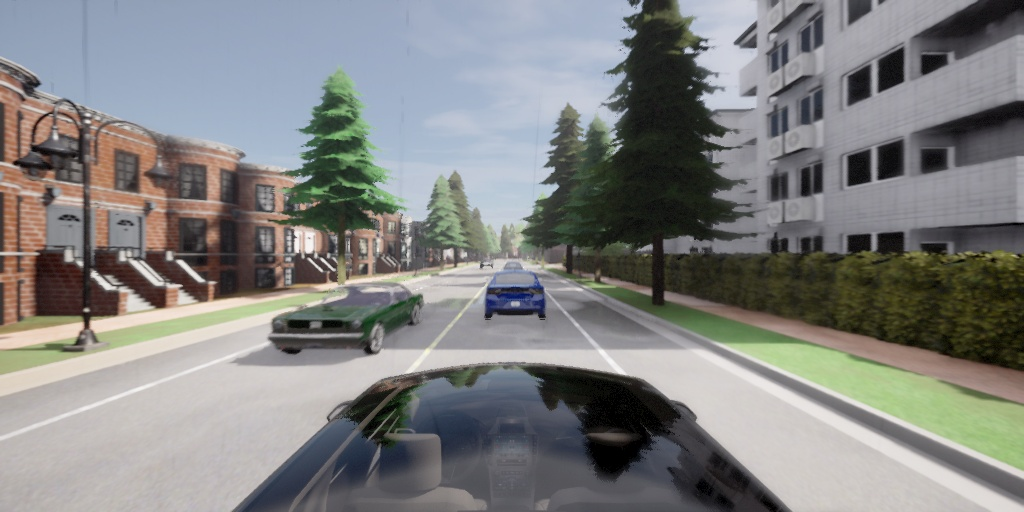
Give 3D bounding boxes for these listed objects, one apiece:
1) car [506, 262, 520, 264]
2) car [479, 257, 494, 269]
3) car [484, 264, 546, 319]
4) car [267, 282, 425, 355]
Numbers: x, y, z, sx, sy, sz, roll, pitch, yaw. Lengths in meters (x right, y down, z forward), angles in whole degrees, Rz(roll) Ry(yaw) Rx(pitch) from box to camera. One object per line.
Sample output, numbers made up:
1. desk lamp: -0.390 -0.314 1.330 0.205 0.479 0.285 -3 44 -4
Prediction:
1. car: 0.093 1.251 33.475 2.033 1.411 5.357 0 0 0
2. car: -3.511 0.922 50.416 2.128 1.511 4.902 0 0 0
3. car: 0.099 1.212 12.678 1.882 1.535 5.008 0 0 0
4. car: -3.602 1.341 8.778 1.895 1.301 4.718 0 0 0
